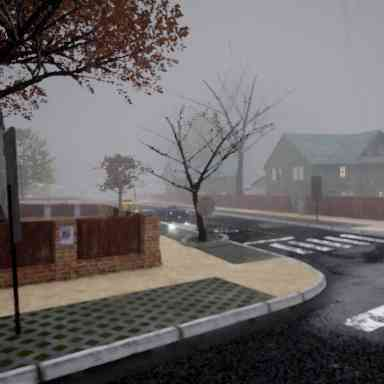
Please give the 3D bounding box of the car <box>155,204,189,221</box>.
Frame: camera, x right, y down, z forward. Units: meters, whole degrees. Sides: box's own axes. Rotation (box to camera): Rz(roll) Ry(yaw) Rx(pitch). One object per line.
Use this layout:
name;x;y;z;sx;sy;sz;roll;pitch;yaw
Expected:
car;-1.896;1.818;30.202;1.895;1.301;4.718;-3;1;-22

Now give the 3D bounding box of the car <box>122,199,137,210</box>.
car;-9.585;1.763;49.543;1.882;1.535;5.008;-3;1;-21
